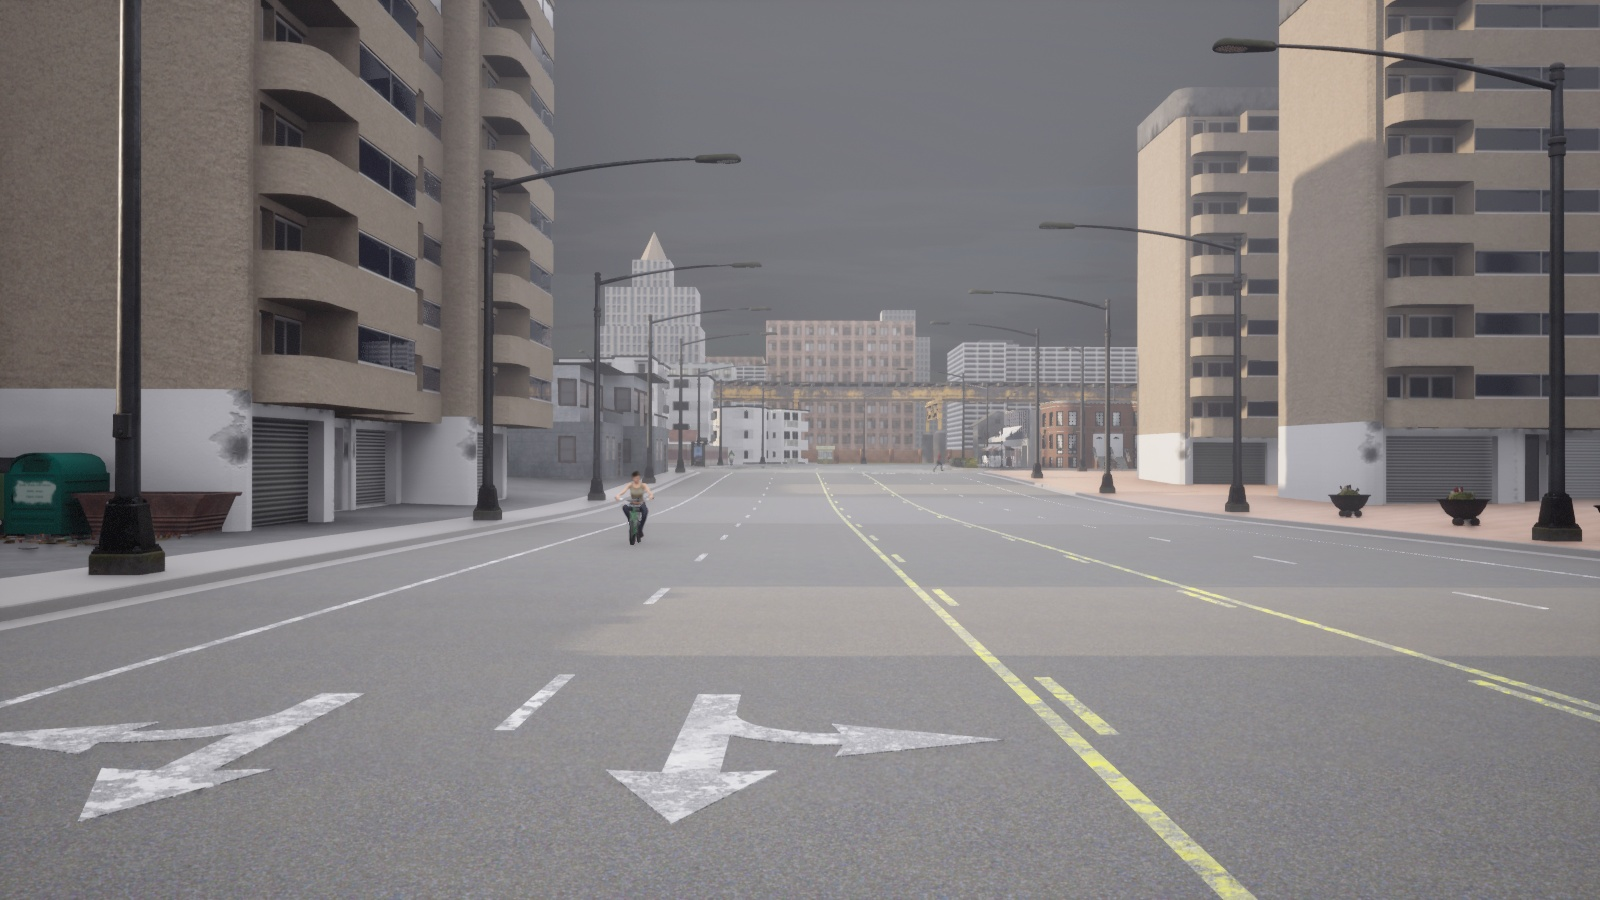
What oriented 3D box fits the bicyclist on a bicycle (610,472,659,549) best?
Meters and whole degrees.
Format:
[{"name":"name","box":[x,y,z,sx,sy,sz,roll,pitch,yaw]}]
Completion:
[{"name":"bicyclist on a bicycle","box":[-3.562,1.279,27.171,0.866,1.612,1.509,0,-1,0]}]
